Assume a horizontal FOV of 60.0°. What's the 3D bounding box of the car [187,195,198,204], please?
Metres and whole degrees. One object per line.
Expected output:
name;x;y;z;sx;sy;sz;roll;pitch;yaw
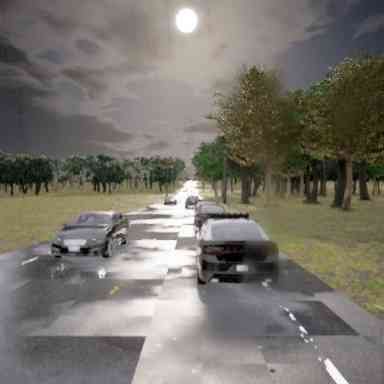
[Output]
car;0.122;1.391;62.121;1.882;1.535;5.008;0;0;0

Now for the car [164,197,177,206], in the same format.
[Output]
car;-3.474;1.501;54.502;1.994;1.385;4.181;0;0;0

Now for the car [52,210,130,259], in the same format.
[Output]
car;-3.577;1.458;12.557;2.128;1.511;4.902;0;0;0

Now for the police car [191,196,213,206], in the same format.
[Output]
police car;1.099;1.380;25.599;1.930;1.638;5.238;0;0;0

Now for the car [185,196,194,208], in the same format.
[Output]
car;0.130;1.301;47.471;2.097;1.767;4.553;0;0;1

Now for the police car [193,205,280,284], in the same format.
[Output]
police car;1.068;1.398;9.596;1.930;1.638;5.238;0;0;0

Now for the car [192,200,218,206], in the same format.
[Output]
car;1.087;1.436;19.488;1.882;1.535;5.008;0;0;0
